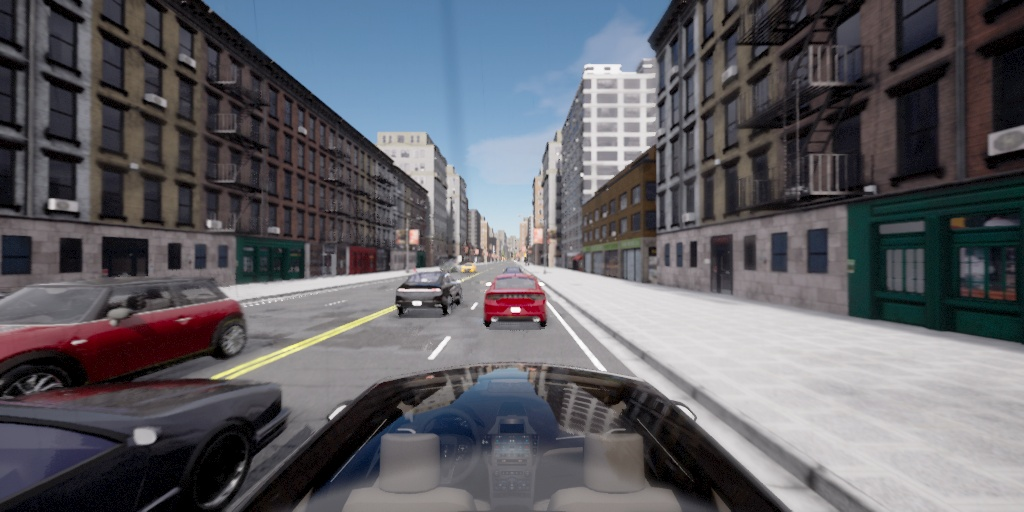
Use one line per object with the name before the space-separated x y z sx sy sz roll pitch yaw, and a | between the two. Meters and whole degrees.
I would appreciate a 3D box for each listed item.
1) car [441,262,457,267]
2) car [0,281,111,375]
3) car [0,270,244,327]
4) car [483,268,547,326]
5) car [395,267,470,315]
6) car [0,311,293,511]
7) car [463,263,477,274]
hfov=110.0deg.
car | -9.749 1.719 55.120 2.097 1.767 4.553 0 -1 0
car | -9.850 1.282 5.402 2.128 1.511 4.902 0 -1 0
car | -6.599 1.145 5.581 2.097 1.767 4.553 0 -1 0
car | 0.105 1.348 12.330 1.882 1.535 5.008 0 -1 0
car | -3.148 1.385 14.335 2.128 1.511 4.902 0 -1 0
car | -3.145 1.291 1.156 2.033 1.411 5.357 0 -1 0
car | -6.503 1.839 54.490 1.882 1.535 5.008 0 -1 0
